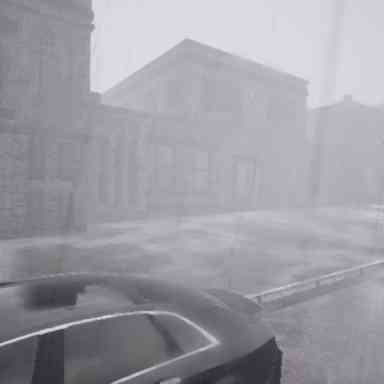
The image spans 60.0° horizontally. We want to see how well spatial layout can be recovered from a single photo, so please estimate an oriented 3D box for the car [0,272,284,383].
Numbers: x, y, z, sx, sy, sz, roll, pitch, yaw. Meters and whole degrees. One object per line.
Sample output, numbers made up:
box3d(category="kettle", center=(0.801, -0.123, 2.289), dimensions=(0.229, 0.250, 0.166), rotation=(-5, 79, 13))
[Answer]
box3d(category="car", center=(-1.422, 1.503, 2.363), dimensions=(4.892, 1.490, 1.837), rotation=(0, 0, -35))
